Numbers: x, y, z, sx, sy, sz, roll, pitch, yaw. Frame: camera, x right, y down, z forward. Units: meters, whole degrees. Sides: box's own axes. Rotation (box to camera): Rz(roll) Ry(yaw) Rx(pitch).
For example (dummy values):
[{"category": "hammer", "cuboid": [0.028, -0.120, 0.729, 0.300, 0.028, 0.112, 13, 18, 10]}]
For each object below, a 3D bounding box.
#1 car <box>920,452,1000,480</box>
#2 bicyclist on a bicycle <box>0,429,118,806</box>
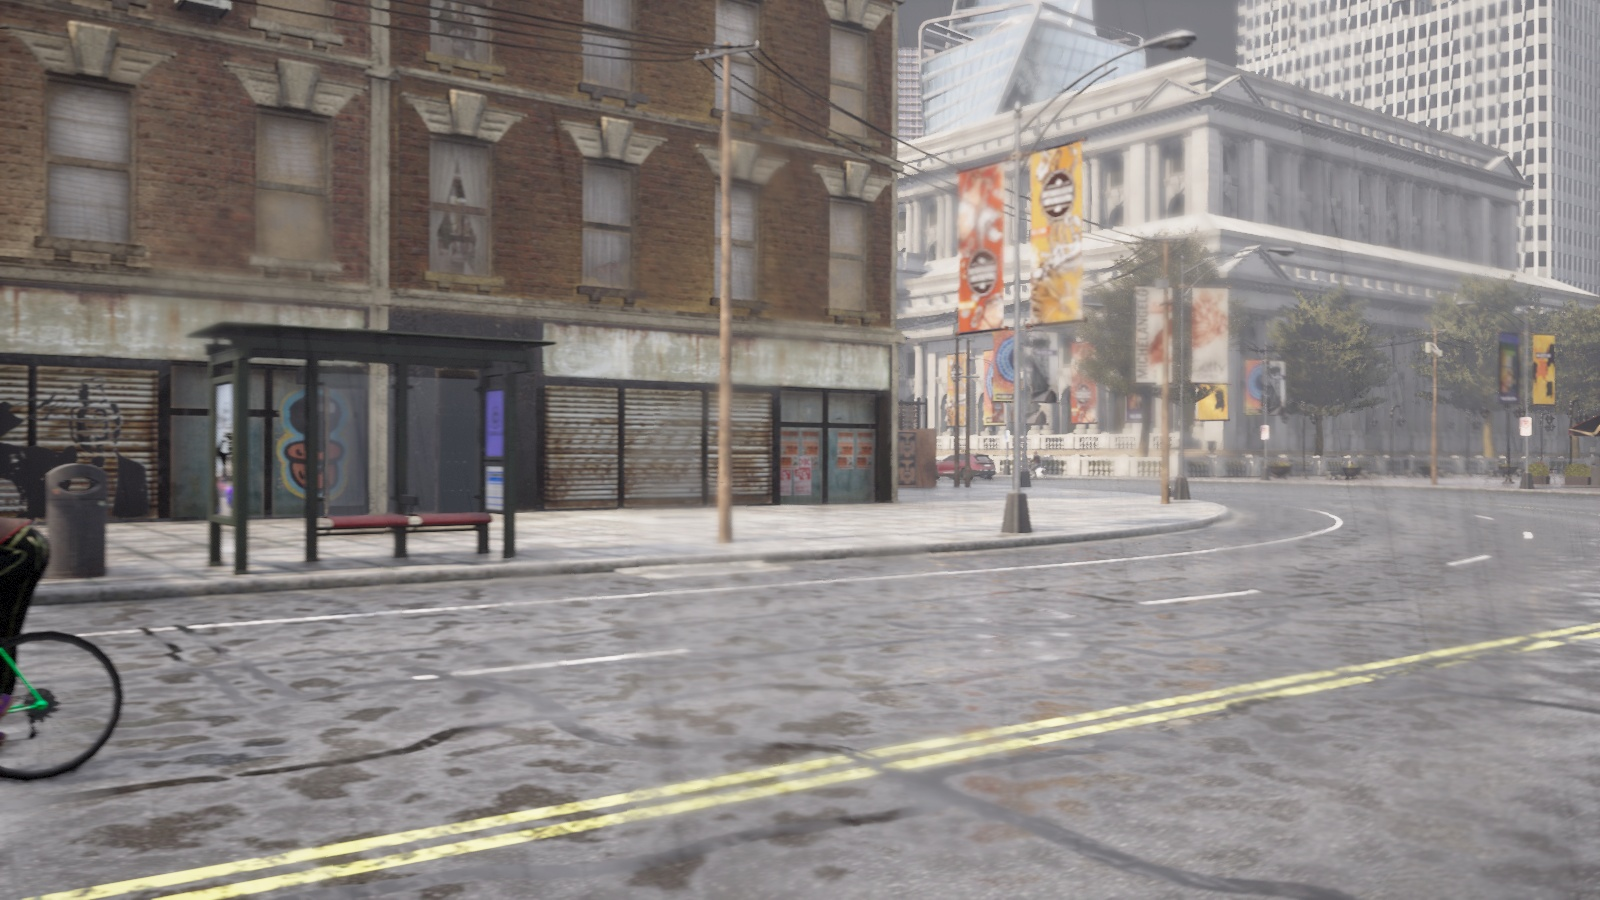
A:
[{"category": "car", "cuboid": [9.639, 0.948, 75.952, 2.033, 1.649, 4.856, 0, 0, -37]}, {"category": "bicyclist on a bicycle", "cuboid": [-3.916, 0.720, 5.398, 1.656, 1.620, 0.582, 0, 0, -36]}]
